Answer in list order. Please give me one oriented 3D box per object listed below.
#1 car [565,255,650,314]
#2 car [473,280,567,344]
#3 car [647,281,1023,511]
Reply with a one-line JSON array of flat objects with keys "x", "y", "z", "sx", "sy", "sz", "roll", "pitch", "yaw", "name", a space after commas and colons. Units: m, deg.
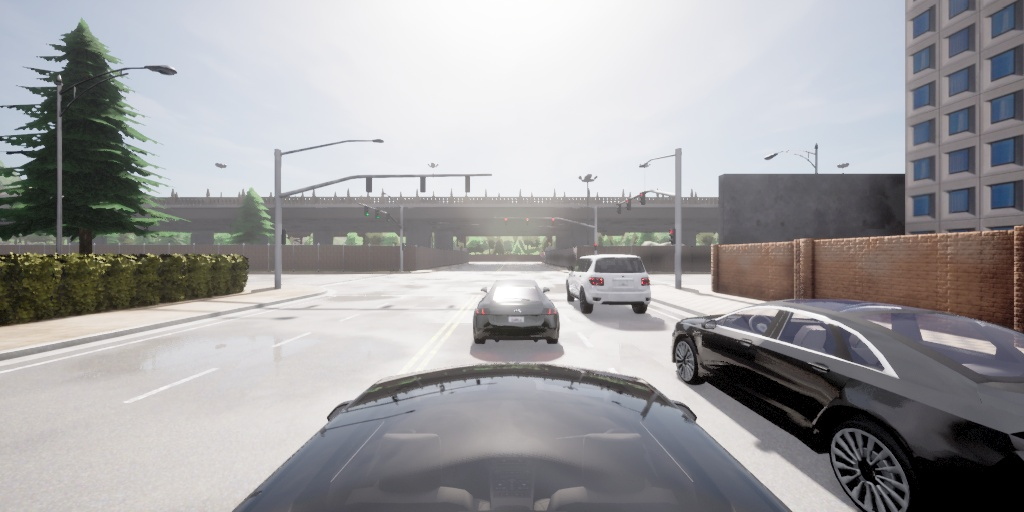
[{"x": 3.488, "y": 0.971, "z": 13.931, "sx": 2.150, "sy": 2.045, "sz": 5.566, "roll": 0, "pitch": 0, "yaw": 0, "name": "car"}, {"x": 0.092, "y": 1.314, "z": 9.586, "sx": 1.994, "sy": 1.385, "sz": 4.181, "roll": 0, "pitch": 0, "yaw": 0, "name": "car"}, {"x": 3.595, "y": 1.242, "z": 4.126, "sx": 2.128, "sy": 1.511, "sz": 4.902, "roll": 0, "pitch": 0, "yaw": 0, "name": "car"}]
